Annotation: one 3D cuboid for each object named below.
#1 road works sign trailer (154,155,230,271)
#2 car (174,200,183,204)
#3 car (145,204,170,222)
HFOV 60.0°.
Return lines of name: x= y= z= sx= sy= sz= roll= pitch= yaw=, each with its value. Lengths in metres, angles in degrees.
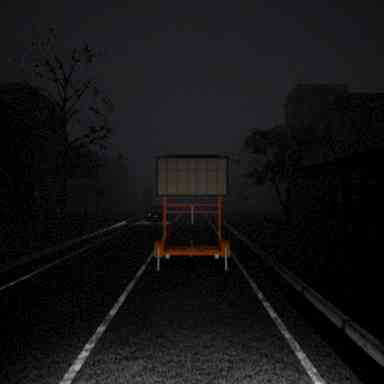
road works sign trailer: x=0.009 y=0.547 z=11.191 sx=2.380 sy=3.560 sz=2.880 roll=0 pitch=-1 yaw=0
car: x=-2.942 y=2.326 z=71.784 sx=2.033 sy=1.411 sz=5.357 roll=0 pitch=0 yaw=0
car: x=-3.074 y=1.846 z=30.407 sx=1.837 sy=1.490 sz=4.892 roll=0 pitch=-1 yaw=0
